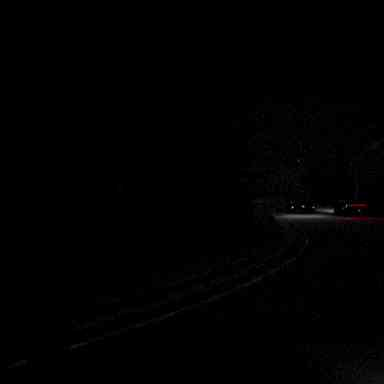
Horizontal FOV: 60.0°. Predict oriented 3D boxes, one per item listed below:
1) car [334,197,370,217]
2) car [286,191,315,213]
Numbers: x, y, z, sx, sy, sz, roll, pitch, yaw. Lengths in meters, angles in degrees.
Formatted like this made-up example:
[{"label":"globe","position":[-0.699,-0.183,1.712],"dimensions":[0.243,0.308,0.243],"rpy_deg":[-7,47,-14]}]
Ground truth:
[{"label":"car","position":[13.282,1.197,27.886],"dimensions":[2.128,1.511,4.902],"rpy_deg":[0,0,11]},{"label":"car","position":[10.528,0.930,32.635],"dimensions":[2.150,2.045,5.566],"rpy_deg":[0,0,11]}]
